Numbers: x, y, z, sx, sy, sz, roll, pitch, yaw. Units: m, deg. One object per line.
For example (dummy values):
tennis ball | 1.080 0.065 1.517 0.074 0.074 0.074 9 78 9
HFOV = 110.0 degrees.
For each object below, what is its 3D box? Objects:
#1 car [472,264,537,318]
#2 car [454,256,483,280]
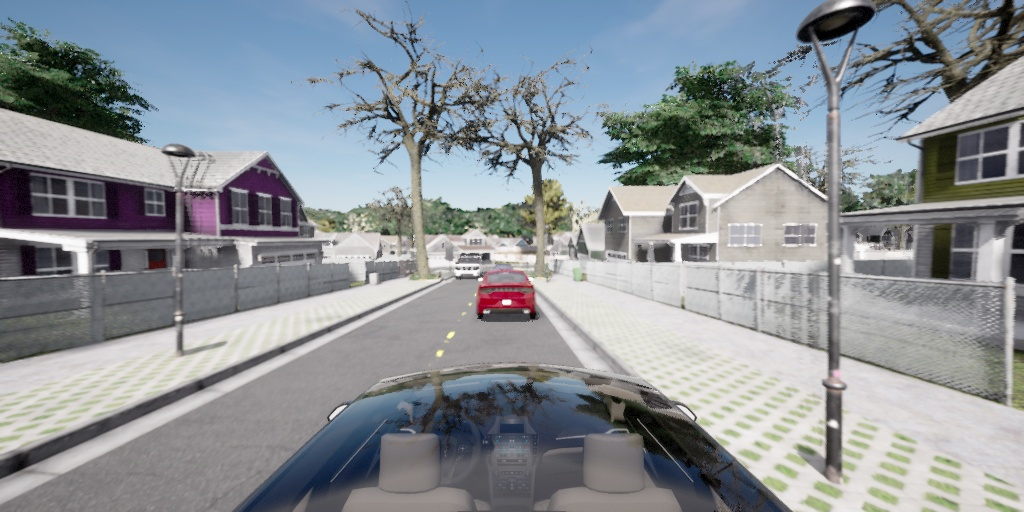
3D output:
car | -0.209 1.212 12.870 1.882 1.535 5.008 0 0 -1
car | -3.739 0.995 31.721 2.150 2.045 5.566 0 0 -2
